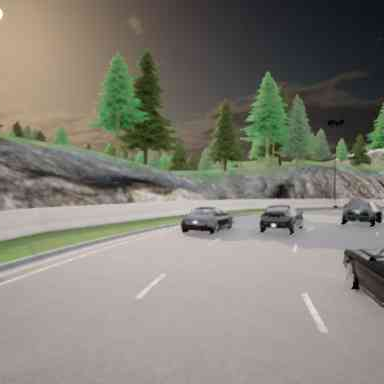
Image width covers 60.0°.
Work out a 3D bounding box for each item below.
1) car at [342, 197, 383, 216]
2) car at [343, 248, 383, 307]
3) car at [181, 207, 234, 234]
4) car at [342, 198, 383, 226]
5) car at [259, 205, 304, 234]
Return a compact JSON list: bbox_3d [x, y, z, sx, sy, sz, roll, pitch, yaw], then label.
[{"bbox_3d":[17.557,1.452,34.236,4.553,1.767,2.097,0,0,-39],"label":"car"},{"bbox_3d":[4.323,1.629,6.089,1.895,1.301,4.718,1,0,9],"label":"car"},{"bbox_3d":[0.981,1.538,19.096,1.994,1.385,4.181,1,0,24],"label":"car"},{"bbox_3d":[12.529,1.423,24.337,2.097,1.767,4.553,1,0,36],"label":"car"},{"bbox_3d":[5.331,1.516,19.504,1.837,1.490,4.892,0,-1,27],"label":"car"}]
